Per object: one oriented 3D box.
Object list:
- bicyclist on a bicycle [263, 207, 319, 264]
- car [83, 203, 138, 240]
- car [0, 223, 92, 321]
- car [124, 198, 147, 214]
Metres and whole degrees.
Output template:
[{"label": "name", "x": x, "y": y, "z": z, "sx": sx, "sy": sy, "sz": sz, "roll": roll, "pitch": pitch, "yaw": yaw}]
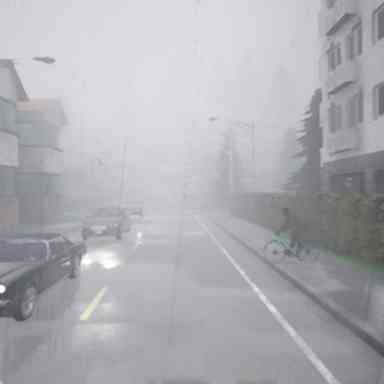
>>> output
[{"label": "bicyclist on a bicycle", "x": 2.862, "y": 1.265, "z": 9.601, "sx": 1.656, "sy": 1.620, "sz": 0.582, "roll": -1, "pitch": 0, "yaw": -3}, {"label": "car", "x": -4.369, "y": 1.556, "z": 17.573, "sx": 2.128, "sy": 1.511, "sz": 4.902, "roll": -1, "pitch": 0, "yaw": -3}, {"label": "car", "x": -3.887, "y": 1.654, "z": 7.453, "sx": 1.895, "sy": 1.301, "sz": 4.718, "roll": -1, "pitch": 0, "yaw": -3}, {"label": "car", "x": -4.771, "y": 1.292, "z": 27.247, "sx": 1.837, "sy": 1.490, "sz": 4.892, "roll": -1, "pitch": 0, "yaw": -3}]
